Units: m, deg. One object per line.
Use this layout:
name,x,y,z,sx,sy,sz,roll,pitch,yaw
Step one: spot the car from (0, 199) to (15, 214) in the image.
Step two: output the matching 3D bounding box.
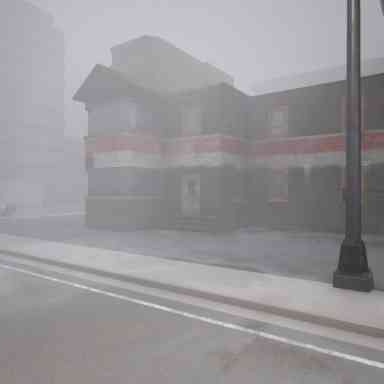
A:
car,-17.597,1.247,28.304,1.853,1.218,4.536,0,0,15

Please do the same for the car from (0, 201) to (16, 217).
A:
car,-17.611,1.404,28.254,2.038,1.542,4.974,0,0,15
